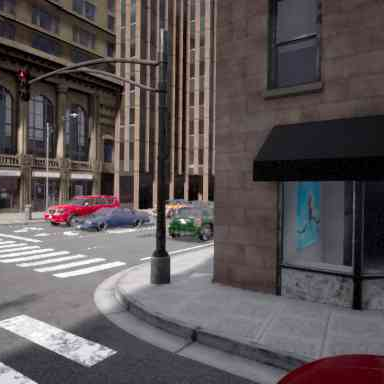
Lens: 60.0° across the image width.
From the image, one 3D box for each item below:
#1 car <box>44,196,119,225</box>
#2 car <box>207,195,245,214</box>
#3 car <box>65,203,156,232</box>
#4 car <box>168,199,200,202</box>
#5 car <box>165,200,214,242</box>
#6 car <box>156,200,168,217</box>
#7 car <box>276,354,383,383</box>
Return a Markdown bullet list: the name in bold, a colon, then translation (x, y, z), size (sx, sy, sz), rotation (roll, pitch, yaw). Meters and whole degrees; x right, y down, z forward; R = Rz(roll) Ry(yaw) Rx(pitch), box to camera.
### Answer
- **car**: translation (-7.552, 1.289, 23.734), size (2.150, 2.045, 5.566), rotation (1, 0, 35)
- **car**: translation (4.232, 1.466, 40.543), size (2.150, 2.045, 5.566), rotation (1, 0, 35)
- **car**: translation (-5.087, 1.659, 21.595), size (2.033, 1.411, 5.357), rotation (1, 0, 35)
- **car**: translation (0.347, 1.545, 29.345), size (2.097, 1.767, 4.553), rotation (1, 0, 35)
- **car**: translation (0.800, 1.567, 18.318), size (2.097, 1.767, 4.553), rotation (1, 0, 35)
- **car**: translation (-1.851, 1.504, 31.873), size (2.097, 1.767, 4.553), rotation (1, 0, 35)
- **car**: translation (2.411, 1.545, 1.255), size (4.507, 1.381, 1.887), rotation (0, 1, 35)
